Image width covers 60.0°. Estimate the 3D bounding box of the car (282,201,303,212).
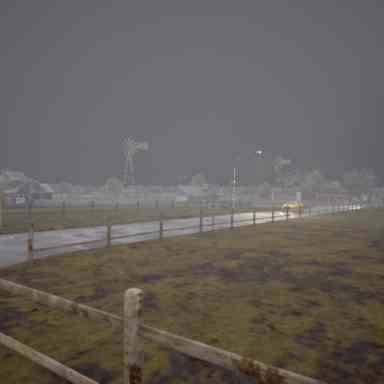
[{"bbox_3d":[14.937,2.120,49.237,1.882,1.535,5.008,1,0,36],"label":"car"}]
